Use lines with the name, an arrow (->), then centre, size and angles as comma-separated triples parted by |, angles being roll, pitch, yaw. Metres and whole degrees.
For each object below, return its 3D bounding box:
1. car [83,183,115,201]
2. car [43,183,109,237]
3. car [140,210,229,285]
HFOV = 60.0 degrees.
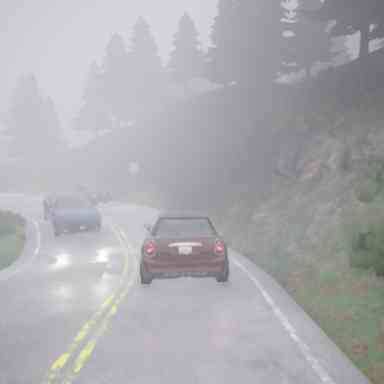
car -> -7.436, 0.050, 23.189 | 2.033, 1.411, 5.357 | -5, 7, -44
car -> -5.637, 0.790, 15.429 | 1.882, 1.535, 5.008 | -3, 10, -31
car -> -0.329, 1.301, 9.569 | 2.097, 1.767, 4.553 | -1, 0, -5
